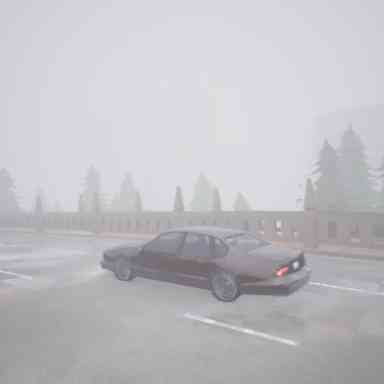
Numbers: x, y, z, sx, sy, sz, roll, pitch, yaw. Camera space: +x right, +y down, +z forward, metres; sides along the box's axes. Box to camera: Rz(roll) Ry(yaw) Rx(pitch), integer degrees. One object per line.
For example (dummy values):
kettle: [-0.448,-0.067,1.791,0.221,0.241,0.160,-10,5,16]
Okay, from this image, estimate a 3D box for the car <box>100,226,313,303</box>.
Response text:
car: [0.085,1.576,8.237,5.357,1.411,2.033,-1,-1,36]
